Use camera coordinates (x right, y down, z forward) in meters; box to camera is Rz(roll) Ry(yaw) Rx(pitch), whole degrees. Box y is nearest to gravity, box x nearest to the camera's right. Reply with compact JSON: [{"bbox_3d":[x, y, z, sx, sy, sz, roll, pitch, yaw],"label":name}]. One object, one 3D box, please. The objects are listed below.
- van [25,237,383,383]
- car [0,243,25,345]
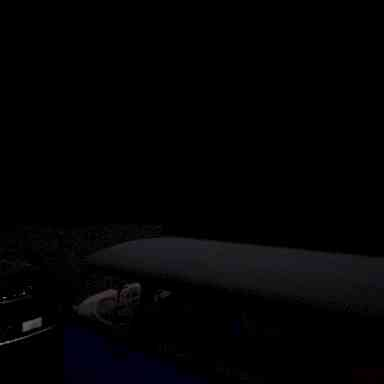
[{"bbox_3d":[0.642,1.342,2.507,3.998,1.788,1.690,0,0,36],"label":"van"},{"bbox_3d":[-3.932,1.560,5.771,4.403,1.369,2.008,0,0,36],"label":"car"}]
